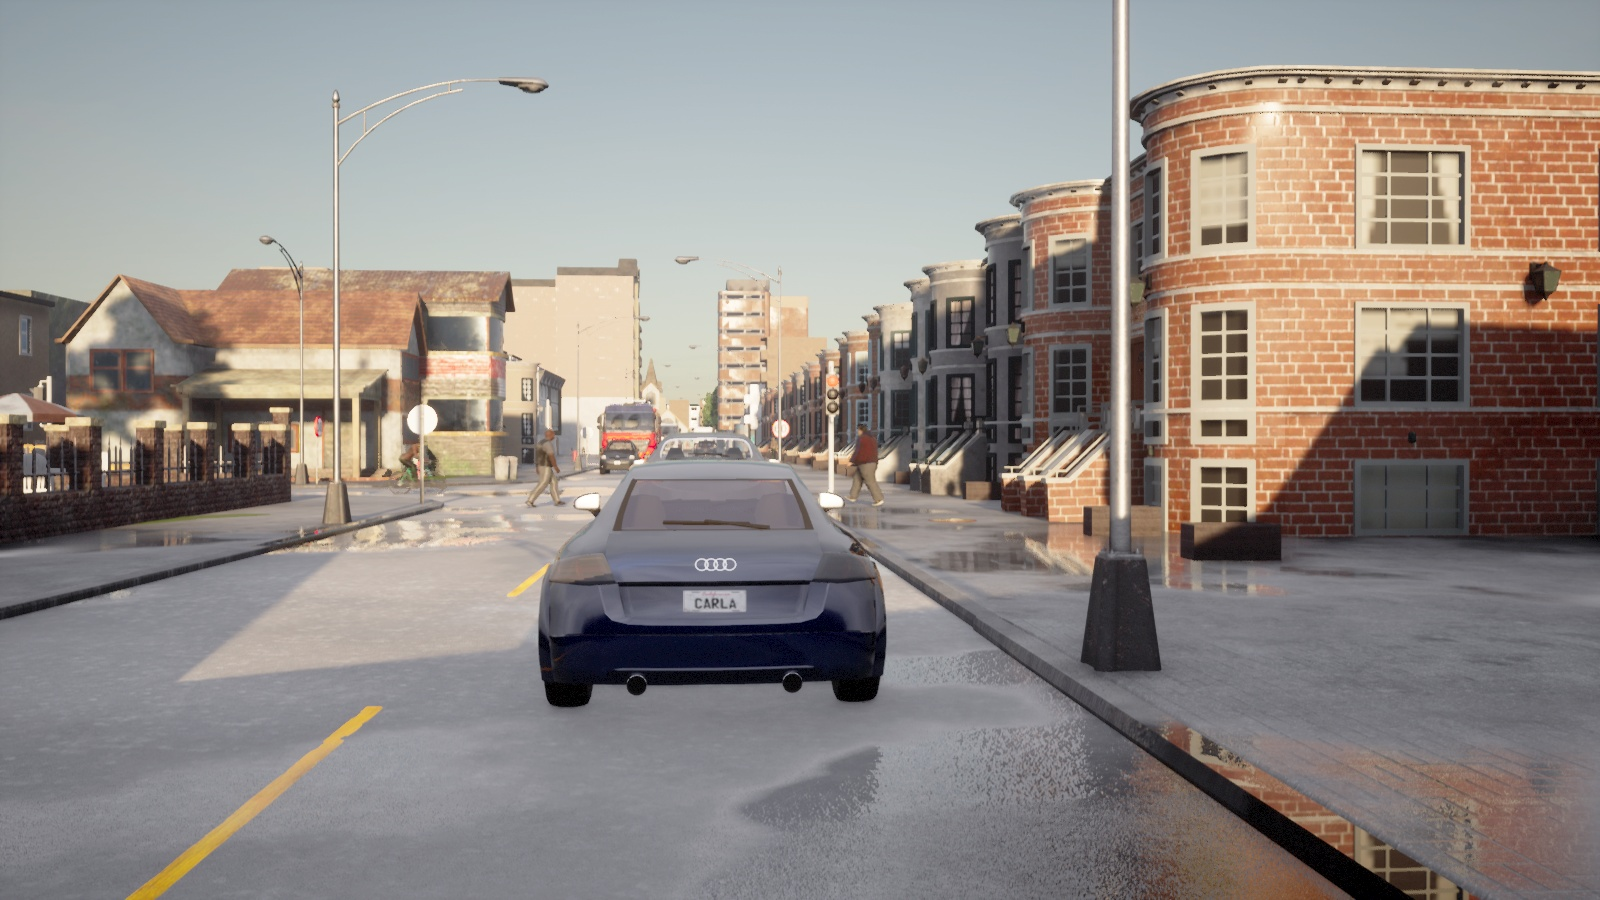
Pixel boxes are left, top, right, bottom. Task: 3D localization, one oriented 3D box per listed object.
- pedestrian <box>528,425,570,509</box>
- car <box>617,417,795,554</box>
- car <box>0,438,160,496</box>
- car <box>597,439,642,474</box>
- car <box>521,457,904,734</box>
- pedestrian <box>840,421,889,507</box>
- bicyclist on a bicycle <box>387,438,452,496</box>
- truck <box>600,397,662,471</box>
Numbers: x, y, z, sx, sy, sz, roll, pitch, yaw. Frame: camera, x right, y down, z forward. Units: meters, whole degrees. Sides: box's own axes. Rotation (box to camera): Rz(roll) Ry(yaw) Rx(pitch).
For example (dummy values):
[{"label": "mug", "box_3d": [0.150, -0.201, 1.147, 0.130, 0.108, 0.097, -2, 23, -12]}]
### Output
[{"label": "pedestrian", "box_3d": [-5.706, 0.368, 28.549, 0.849, 1.883, 0.563, 0, 0, -24]}, {"label": "car", "box_3d": [-1.314, 0.419, 17.722, 2.152, 1.651, 5.027, 0, 0, -4]}, {"label": "car", "box_3d": [-21.029, 0.456, 35.063, 5.366, 1.575, 1.801, 0, 0, -4]}, {"label": "car", "box_3d": [-8.471, 0.285, 59.269, 1.851, 1.617, 3.988, 0, 0, -4]}, {"label": "car", "box_3d": [-0.613, 0.758, 8.626, 1.994, 1.385, 4.181, 0, 0, -5]}, {"label": "pedestrian", "box_3d": [1.409, 0.295, 27.435, 0.899, 1.844, 0.634, 0, 0, 27]}, {"label": "bicyclist on a bicycle", "box_3d": [-10.804, 0.477, 35.656, 1.656, 1.620, 0.582, 0, 2, 5]}, {"label": "truck", "box_3d": [-9.250, -0.840, 69.576, 2.891, 3.827, 8.468, 0, 0, -4]}]
